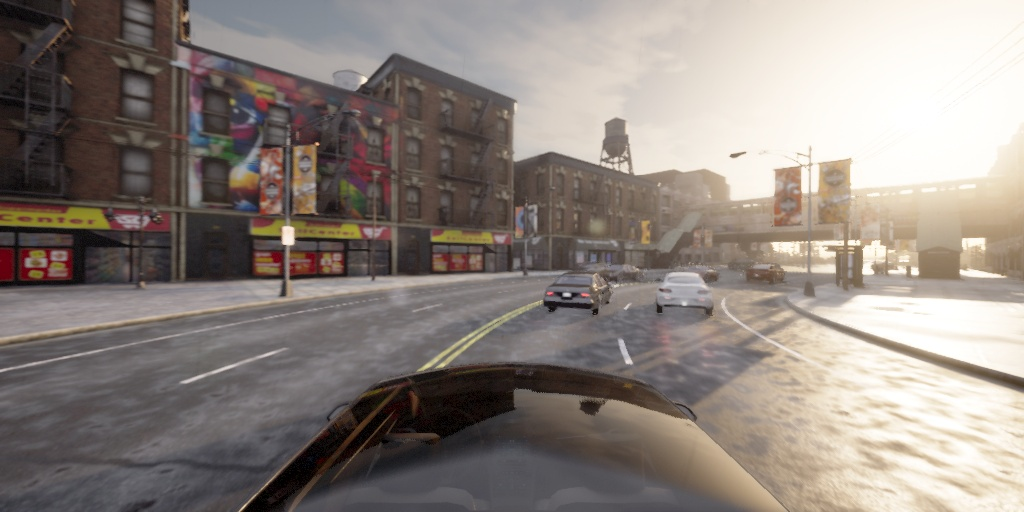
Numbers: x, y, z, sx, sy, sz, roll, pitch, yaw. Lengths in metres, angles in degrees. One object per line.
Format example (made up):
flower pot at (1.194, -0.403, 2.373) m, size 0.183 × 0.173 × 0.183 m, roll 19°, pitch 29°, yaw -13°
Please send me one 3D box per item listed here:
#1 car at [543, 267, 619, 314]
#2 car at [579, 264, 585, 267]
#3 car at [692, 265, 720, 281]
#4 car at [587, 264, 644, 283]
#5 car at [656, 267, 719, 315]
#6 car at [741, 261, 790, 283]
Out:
car at (2.735, 1.321, 14.019) m, size 2.033 × 1.411 × 5.357 m, roll 0°, pitch 0°, yaw 22°
car at (6.996, 1.374, 31.914) m, size 4.181 × 1.385 × 1.994 m, roll 1°, pitch 0°, yaw -43°
car at (15.784, 1.458, 30.065) m, size 4.181 × 1.385 × 1.994 m, roll 1°, pitch 0°, yaw -42°
car at (8.625, 1.374, 28.708) m, size 5.357 × 1.411 × 2.033 m, roll 1°, pitch 0°, yaw -44°
car at (6.681, 1.337, 14.013) m, size 1.812 × 1.442 × 4.674 m, roll 0°, pitch 0°, yaw 24°
car at (21.636, 1.427, 30.551) m, size 5.008 × 1.535 × 1.882 m, roll 1°, pitch 0°, yaw -41°
